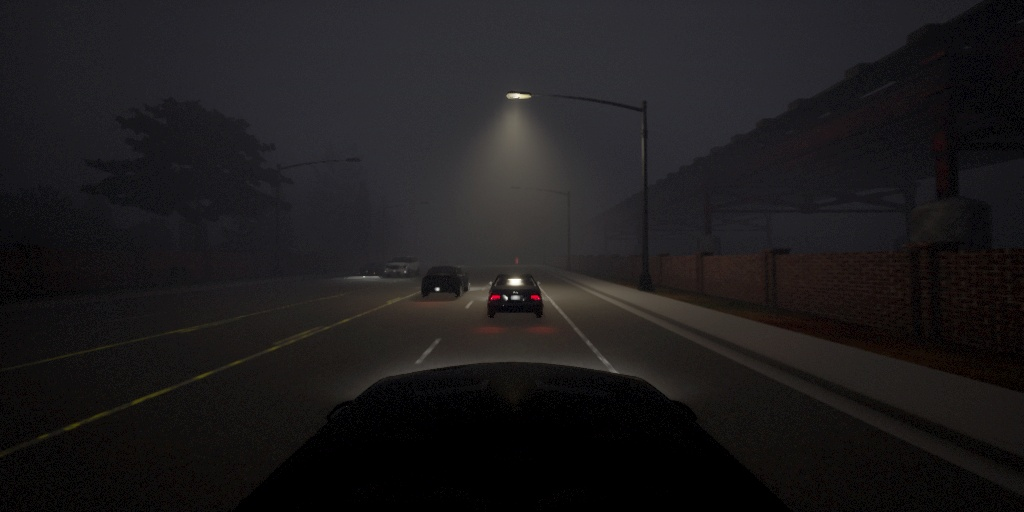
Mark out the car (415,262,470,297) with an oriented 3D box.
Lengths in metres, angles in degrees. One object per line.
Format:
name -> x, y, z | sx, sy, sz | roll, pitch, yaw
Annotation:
car -> -3.398, 1.264, 18.787 | 1.837, 1.490, 4.892 | 0, 0, 0

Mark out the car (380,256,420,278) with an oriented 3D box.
car -> -10.592, 0.988, 35.082 | 2.150, 2.045, 5.566 | 0, 0, 0

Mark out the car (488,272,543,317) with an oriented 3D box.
car -> 0.102, 1.303, 13.252 | 2.033, 1.411, 5.357 | 0, 0, 0

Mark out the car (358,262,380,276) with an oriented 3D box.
car -> -14.085, 1.332, 36.778 | 1.994, 1.385, 4.181 | 0, 0, 0
